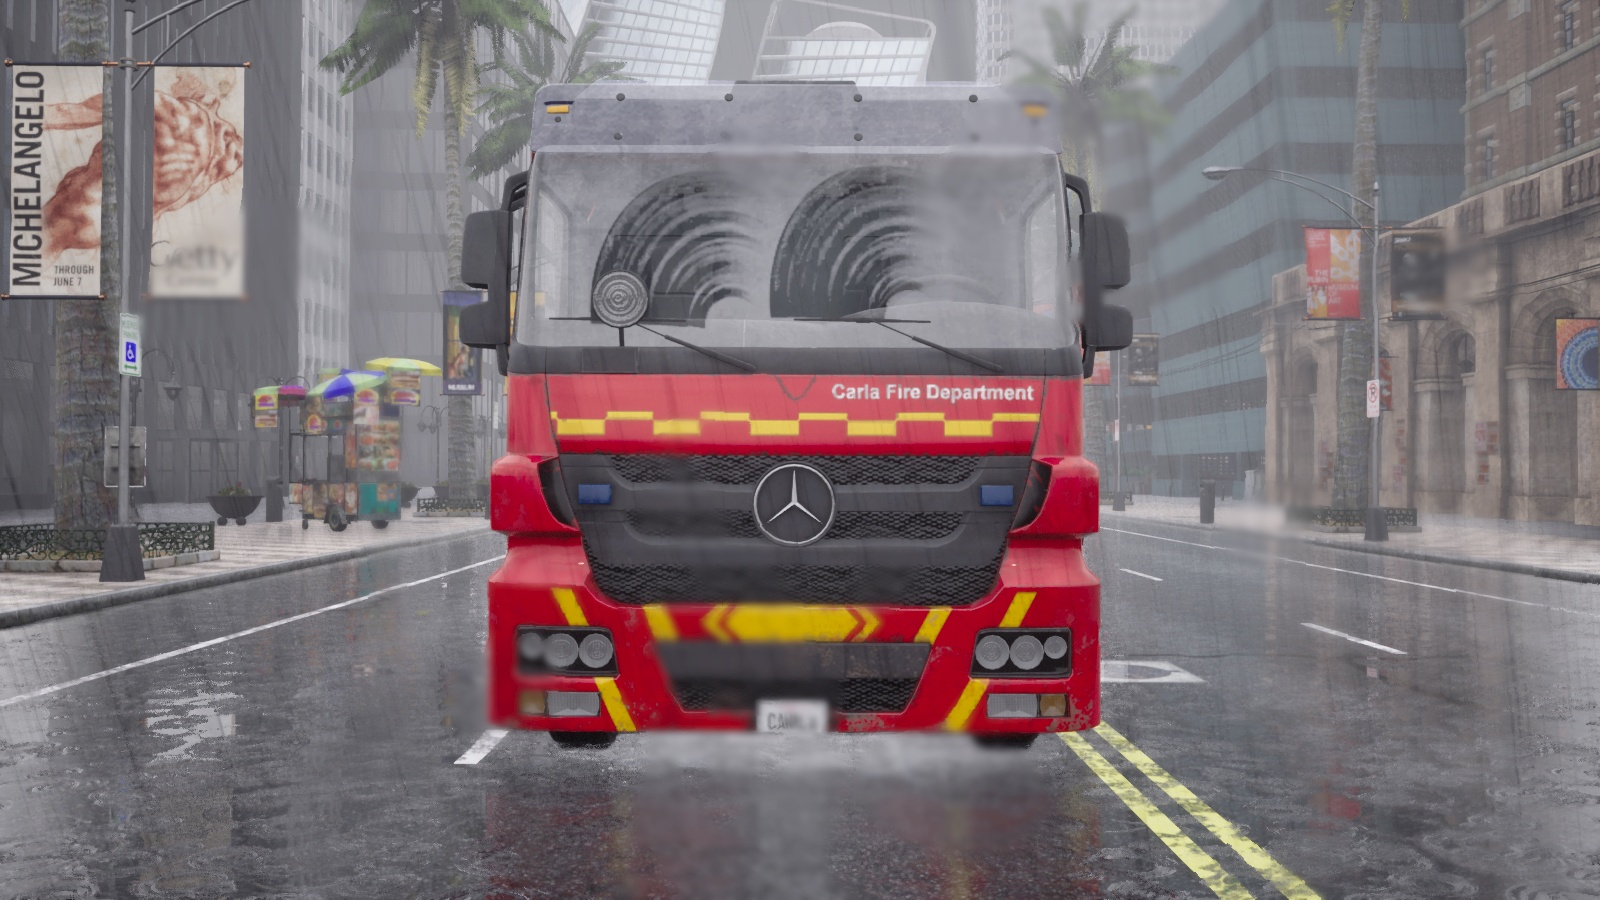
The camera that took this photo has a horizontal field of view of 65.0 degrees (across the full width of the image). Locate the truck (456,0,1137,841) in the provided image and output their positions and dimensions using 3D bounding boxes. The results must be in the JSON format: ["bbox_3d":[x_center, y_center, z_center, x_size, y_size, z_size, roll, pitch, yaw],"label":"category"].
[{"bbox_3d":[-0.025,-0.189,9.594,2.891,3.827,8.468,0,-1,0],"label":"truck"}]
